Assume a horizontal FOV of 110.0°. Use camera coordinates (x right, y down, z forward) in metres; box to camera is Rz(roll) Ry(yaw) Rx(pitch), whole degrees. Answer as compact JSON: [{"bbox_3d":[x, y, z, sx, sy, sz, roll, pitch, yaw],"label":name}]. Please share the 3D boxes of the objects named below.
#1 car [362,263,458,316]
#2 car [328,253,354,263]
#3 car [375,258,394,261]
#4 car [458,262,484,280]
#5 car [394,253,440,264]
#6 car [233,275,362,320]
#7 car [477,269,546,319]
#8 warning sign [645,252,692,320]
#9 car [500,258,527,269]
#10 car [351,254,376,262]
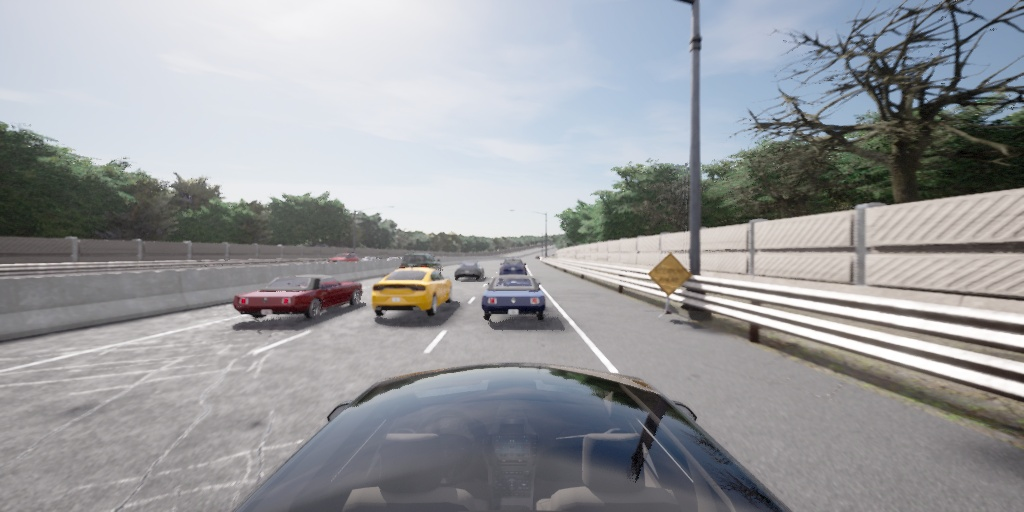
[{"bbox_3d":[-3.433,1.166,13.150,1.882,1.535,5.008,0,0,0],"label":"car"},{"bbox_3d":[-24.137,0.643,51.567,2.150,2.045,5.566,0,0,2],"label":"car"},{"bbox_3d":[-17.149,0.975,51.449,2.033,1.411,5.357,0,0,2],"label":"car"},{"bbox_3d":[-3.377,1.146,29.208,1.994,1.385,4.181,0,0,1],"label":"car"},{"bbox_3d":[-6.898,0.816,27.673,2.150,2.045,5.566,0,1,1],"label":"car"},{"bbox_3d":[-6.935,1.294,12.390,1.895,1.301,4.718,0,0,0],"label":"car"},{"bbox_3d":[0.065,1.293,12.432,1.895,1.301,4.718,0,0,0],"label":"car"},{"bbox_3d":[4.551,0.820,10.520,1.300,1.860,1.060,0,0,0],"label":"warning sign"},{"bbox_3d":[0.113,0.939,28.462,2.097,1.767,4.553,0,0,1],"label":"car"},{"bbox_3d":[-20.635,0.914,51.714,2.128,1.511,4.902,0,0,2],"label":"car"}]
